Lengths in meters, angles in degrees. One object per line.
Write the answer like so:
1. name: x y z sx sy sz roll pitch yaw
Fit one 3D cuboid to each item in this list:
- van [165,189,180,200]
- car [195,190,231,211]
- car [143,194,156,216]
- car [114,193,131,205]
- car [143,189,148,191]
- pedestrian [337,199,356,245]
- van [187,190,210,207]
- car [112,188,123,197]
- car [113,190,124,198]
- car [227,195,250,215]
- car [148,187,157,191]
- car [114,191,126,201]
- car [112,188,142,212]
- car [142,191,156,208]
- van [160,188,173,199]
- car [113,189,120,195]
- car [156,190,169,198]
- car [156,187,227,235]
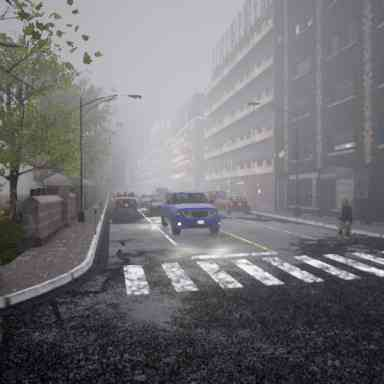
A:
1. van: -3.231 0.365 54.298 1.690 1.788 3.998 1 1 -14
2. car: 1.957 0.730 32.823 2.192 1.841 5.009 1 1 -14
3. car: -2.508 1.101 26.590 1.994 1.385 4.181 0 1 -14
4. car: -8.786 0.834 41.598 1.947 1.339 4.313 1 1 -14
5. car: -7.165 0.460 59.470 1.812 1.442 4.674 0 1 -14
6. pedestrian: 5.817 1.078 12.564 0.375 1.860 0.375 1 0 -14
7. van: 0.660 0.658 38.192 1.690 1.788 3.998 1 1 -14
8. car: -16.562 -0.002 73.803 2.192 1.841 5.009 1 1 -14
9. car: -13.973 0.429 63.070 2.008 1.369 4.403 1 1 -14
10. car: 3.252 0.952 27.457 1.967 1.590 4.097 1 1 -14
11. car: -4.733 0.339 49.417 2.150 2.045 5.566 0 1 -13
12. car: -11.339 0.602 52.168 1.752 1.417 4.829 1 1 -14
13. car: -6.188 0.779 30.857 2.192 1.841 5.009 1 1 -14
14. car: -4.851 0.908 36.308 2.033 1.411 5.357 0 1 -14
15. van: -4.527 0.268 59.665 1.690 1.788 3.998 1 1 -14
16. car: -20.457 -0.044 89.911 1.947 1.339 4.313 1 1 -14
17. car: -5.866 0.352 65.201 1.752 1.417 4.829 1 1 -14
18. car: -0.261 0.928 17.278 2.150 2.045 5.566 0 1 -14
